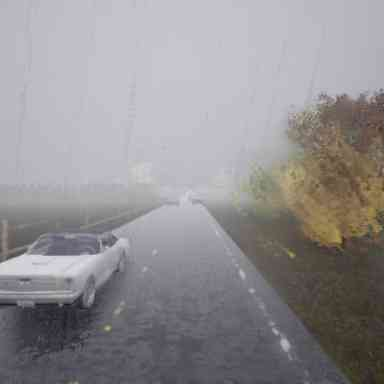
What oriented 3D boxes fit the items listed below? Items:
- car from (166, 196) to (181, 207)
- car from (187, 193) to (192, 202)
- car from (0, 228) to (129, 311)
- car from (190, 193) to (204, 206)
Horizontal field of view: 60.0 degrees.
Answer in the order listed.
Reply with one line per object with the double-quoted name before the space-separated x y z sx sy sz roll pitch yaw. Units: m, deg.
"car" -2.816 1.450 51.125 1.837 1.490 4.892 0 0 0
"car" -0.008 1.421 73.449 2.033 1.411 5.357 0 0 0
"car" -2.851 1.599 7.898 1.895 1.301 4.718 0 0 0
"car" 0.956 1.414 55.214 1.882 1.535 5.008 0 0 0
